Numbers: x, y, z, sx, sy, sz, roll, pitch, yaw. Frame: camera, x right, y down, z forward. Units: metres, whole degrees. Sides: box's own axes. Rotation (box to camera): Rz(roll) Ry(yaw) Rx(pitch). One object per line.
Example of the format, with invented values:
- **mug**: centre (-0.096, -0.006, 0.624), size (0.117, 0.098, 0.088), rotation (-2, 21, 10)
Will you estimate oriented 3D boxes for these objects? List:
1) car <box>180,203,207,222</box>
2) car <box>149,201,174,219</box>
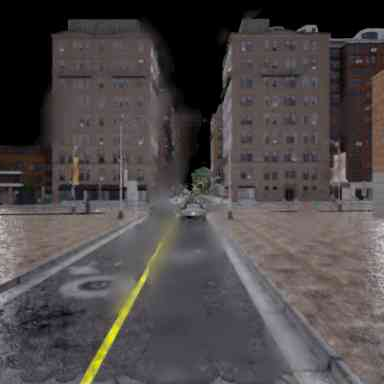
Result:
- **car**: centre (0.107, 1.507, 26.055), size (1.994, 1.385, 4.181), rotation (0, 0, 0)
- **car**: centre (-2.502, 1.484, 28.822), size (2.033, 1.411, 5.357), rotation (0, 0, 0)
